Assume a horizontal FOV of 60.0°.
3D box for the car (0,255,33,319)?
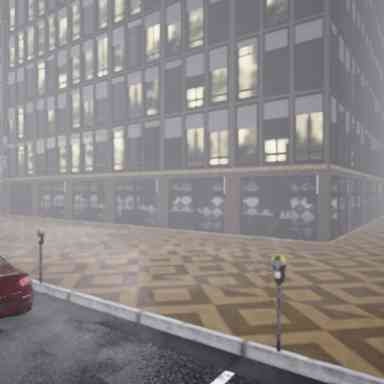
[{"bbox_3d":[-4.582,1.593,6.158,4.206,1.307,1.802,0,0,36],"label":"car"}]
